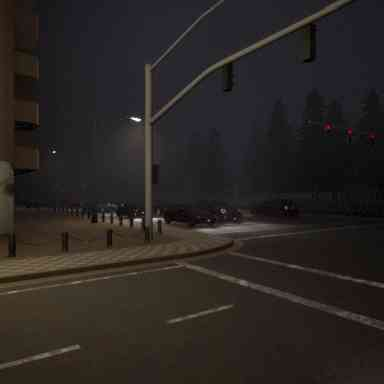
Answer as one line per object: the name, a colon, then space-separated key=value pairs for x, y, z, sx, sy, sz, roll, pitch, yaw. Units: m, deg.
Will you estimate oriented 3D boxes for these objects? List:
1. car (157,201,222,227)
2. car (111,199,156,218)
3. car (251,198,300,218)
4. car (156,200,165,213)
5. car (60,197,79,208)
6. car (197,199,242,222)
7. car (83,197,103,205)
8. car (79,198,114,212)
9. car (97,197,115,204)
car: x=-0.319 y=1.580 z=23.508 sx=1.812 sy=1.442 sz=4.674 roll=0 pitch=0 yaw=-37
car: x=-5.435 y=1.619 z=30.577 sx=1.994 sy=1.385 sz=4.181 roll=0 pitch=0 yaw=-36
car: x=7.580 y=1.406 z=30.756 sx=2.097 sy=1.767 sz=4.553 roll=0 pitch=0 yaw=-36
car: x=-3.374 y=1.546 z=33.709 sx=2.128 sy=1.511 sz=4.902 roll=0 pitch=0 yaw=-36
car: x=-17.286 y=1.532 z=47.108 sx=1.882 sy=1.535 sz=5.008 roll=0 pitch=0 yaw=-35
car: x=1.862 y=1.407 z=26.439 sx=2.097 sy=1.767 sz=4.553 roll=0 pitch=0 yaw=-36
car: x=-18.015 y=1.655 z=60.365 sx=1.895 sy=1.301 sz=4.718 roll=0 pitch=0 yaw=-36
car: x=-11.177 y=1.656 z=38.562 sx=1.895 sy=1.301 sz=4.718 roll=0 pitch=0 yaw=-36
car: x=-16.689 y=1.655 z=64.485 sx=1.895 sy=1.301 sz=4.718 roll=0 pitch=0 yaw=-36
